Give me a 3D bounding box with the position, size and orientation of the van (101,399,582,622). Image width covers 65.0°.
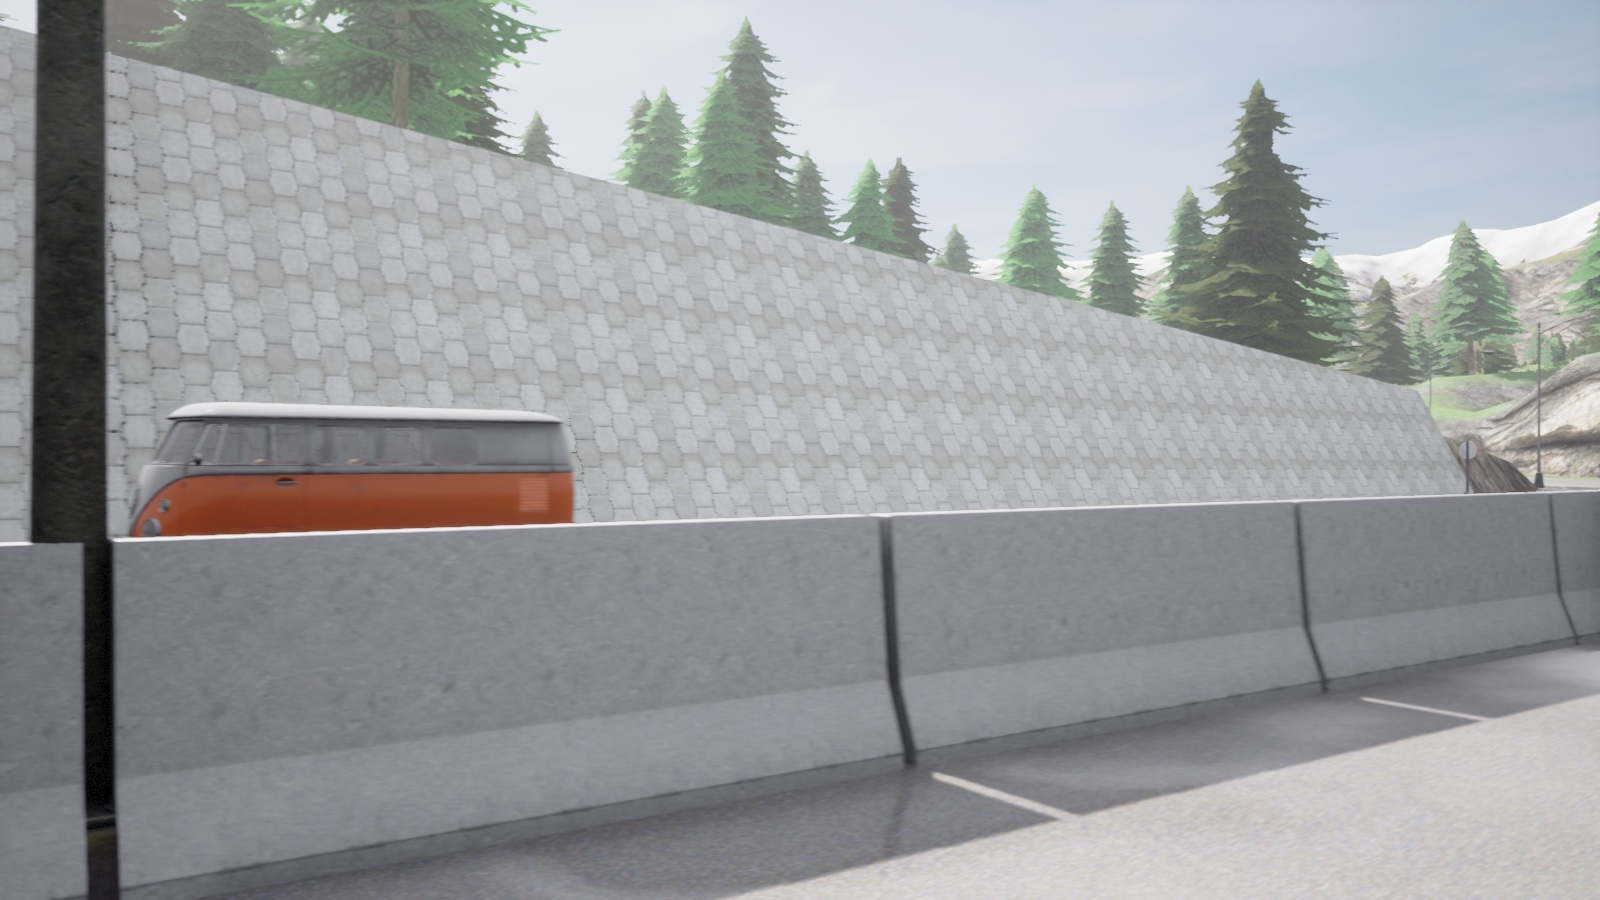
[{"bbox_3d":[-4.708,0.540,13.176,4.442,1.987,1.775,0,0,-35],"label":"van"}]
